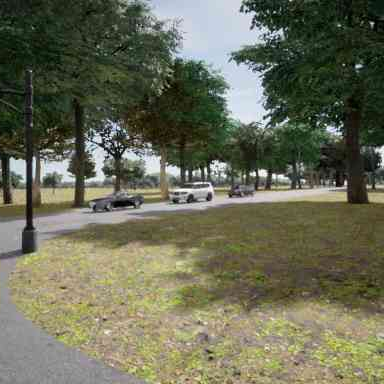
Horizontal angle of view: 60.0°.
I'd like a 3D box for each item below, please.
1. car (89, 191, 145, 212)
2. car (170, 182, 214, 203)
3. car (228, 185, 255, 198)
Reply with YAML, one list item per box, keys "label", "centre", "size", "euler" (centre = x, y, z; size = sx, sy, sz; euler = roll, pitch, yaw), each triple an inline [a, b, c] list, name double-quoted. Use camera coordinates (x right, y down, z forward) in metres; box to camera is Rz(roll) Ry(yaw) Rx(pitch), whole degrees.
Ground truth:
- label: "car"
  centre: [-6.016, 0.698, 26.831]
  size: [2.128, 1.511, 4.902]
  euler: [-1, 2, 37]
- label: "car"
  centre: [0.107, 0.032, 34.778]
  size: [2.150, 2.045, 5.566]
  euler: [-1, 2, 38]
- label: "car"
  centre: [6.451, -0.082, 42.989]
  size: [1.837, 1.490, 4.892]
  euler: [-1, 2, 38]
